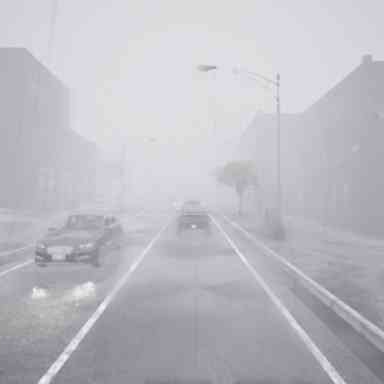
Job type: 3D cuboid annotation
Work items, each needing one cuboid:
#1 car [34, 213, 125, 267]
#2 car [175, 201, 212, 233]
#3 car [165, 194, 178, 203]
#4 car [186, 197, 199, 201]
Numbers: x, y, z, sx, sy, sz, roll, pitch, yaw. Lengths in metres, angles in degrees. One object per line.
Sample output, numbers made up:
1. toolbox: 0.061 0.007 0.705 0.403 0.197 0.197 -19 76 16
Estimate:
1. car: -3.606 1.500 11.446 2.128 1.511 4.902 0 0 0
2. car: 0.082 1.510 19.504 1.837 1.490 4.892 0 0 0
3. car: -3.571 1.078 57.594 1.837 1.490 4.892 0 1 0
4. car: 0.062 1.385 37.567 1.837 1.490 4.892 0 1 0
